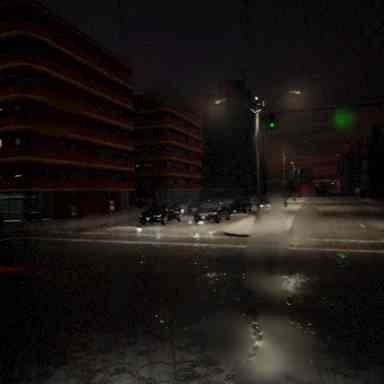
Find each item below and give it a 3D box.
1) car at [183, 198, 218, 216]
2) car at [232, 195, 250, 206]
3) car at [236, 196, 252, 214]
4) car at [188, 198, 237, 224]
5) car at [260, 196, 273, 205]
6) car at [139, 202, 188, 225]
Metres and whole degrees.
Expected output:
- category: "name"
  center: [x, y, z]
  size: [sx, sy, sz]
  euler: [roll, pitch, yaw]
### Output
- category: "car"
  center: [0.997, 1.488, 33.862]
  size: [2.128, 1.511, 4.902]
  euler: [-1, 0, 20]
- category: "car"
  center: [7.829, 1.342, 52.955]
  size: [1.882, 1.535, 5.008]
  euler: [-1, 0, 20]
- category: "car"
  center: [5.015, 1.461, 34.722]
  size: [2.033, 1.411, 5.357]
  euler: [-1, 0, 20]
- category: "car"
  center: [1.594, 1.472, 25.098]
  size: [2.128, 1.511, 4.902]
  euler: [-1, 0, 20]
- category: "car"
  center: [12.312, 1.320, 55.022]
  size: [2.033, 1.411, 5.357]
  euler: [-1, 0, 20]
- category: "car"
  center: [-2.200, 1.565, 24.872]
  size: [1.837, 1.490, 4.892]
  euler: [-1, 0, 20]
